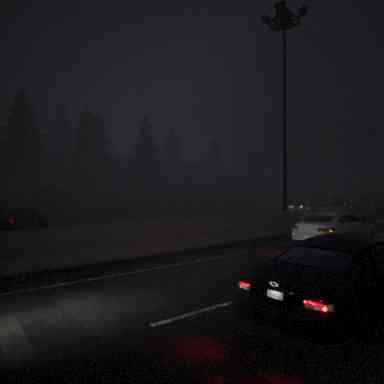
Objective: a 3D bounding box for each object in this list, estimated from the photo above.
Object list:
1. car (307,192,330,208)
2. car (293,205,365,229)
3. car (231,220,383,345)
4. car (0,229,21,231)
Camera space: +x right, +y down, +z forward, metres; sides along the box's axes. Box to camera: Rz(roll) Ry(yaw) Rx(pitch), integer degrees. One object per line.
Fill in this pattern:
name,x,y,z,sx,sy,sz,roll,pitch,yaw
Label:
car,17.828,1.039,46.699,2.150,2.045,5.566,0,0,29
car,5.781,1.469,13.424,4.674,1.442,1.812,0,0,-42
car,3.133,1.519,6.390,5.357,1.411,2.033,0,0,-39
car,-10.105,1.379,14.151,4.553,1.767,2.097,0,0,-36
